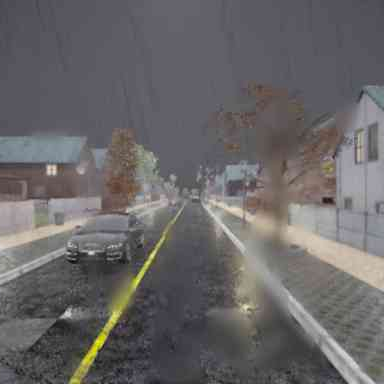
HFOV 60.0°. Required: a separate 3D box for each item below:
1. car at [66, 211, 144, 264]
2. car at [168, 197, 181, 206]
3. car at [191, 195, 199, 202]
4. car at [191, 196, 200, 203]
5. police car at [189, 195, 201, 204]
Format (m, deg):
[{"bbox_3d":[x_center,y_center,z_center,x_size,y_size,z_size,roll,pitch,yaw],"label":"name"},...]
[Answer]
[{"bbox_3d":[-2.857,1.482,11.858,1.837,1.490,4.892,0,0,0],"label":"car"},{"bbox_3d":[-2.843,1.503,54.327,2.128,1.511,4.902,0,0,1],"label":"car"},{"bbox_3d":[0.772,1.586,81.504,1.882,1.535,5.008,0,0,0],"label":"car"},{"bbox_3d":[0.775,1.605,75.504,1.812,1.442,4.674,0,0,0],"label":"car"},{"bbox_3d":[0.781,1.469,65.613,1.930,1.638,5.238,0,0,0],"label":"police car"}]
